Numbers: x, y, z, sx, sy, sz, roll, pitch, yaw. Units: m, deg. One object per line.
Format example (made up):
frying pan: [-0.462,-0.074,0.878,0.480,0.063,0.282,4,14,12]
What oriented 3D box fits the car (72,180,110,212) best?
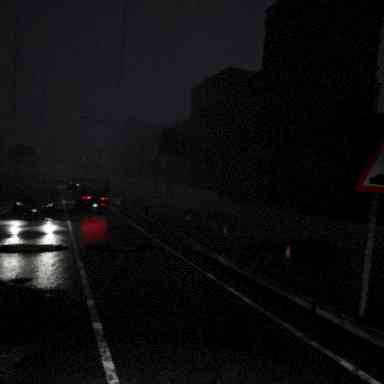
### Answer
car: [-6.486,0.340,21.492,1.837,1.490,4.892,3,3,-22]

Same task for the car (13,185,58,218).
car: [-8.137,0.417,17.499,1.812,1.442,4.674,3,3,-23]

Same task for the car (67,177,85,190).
car: [-12.622,-0.961,36.465,1.994,1.385,4.181,3,4,-22]
